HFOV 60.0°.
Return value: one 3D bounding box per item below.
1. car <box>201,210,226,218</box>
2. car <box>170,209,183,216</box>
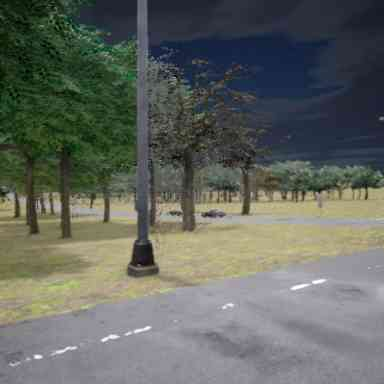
[{"bbox_3d":[3.885,3.955,60.911,2.033,1.411,5.357,-2,-2,-34],"label":"car"},{"bbox_3d":[-2.932,4.348,70.855,1.895,1.301,4.718,-2,-1,-34],"label":"car"}]
